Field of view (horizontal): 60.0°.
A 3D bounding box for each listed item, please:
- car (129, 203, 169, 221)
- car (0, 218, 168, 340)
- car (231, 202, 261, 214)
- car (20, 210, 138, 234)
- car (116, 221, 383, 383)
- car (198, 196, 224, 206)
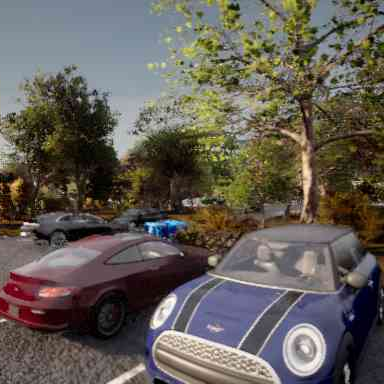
[{"bbox_3d":[-3.692,1.845,22.907,2.128,1.511,4.902,-3,-1,37],"label":"car"},{"bbox_3d":[-1.221,1.519,6.635,2.002,1.452,4.674,0,0,35],"label":"car"},{"bbox_3d":[5.837,1.480,36.172,2.097,1.767,4.553,-3,-1,35],"label":"car"},{"bbox_3d":[-5.281,1.665,15.471,2.128,1.511,4.902,-1,-4,42],"label":"car"},{"bbox_3d":[1.402,1.353,4.853,2.185,1.767,4.553,0,0,35],"label":"car"},{"bbox_3d":[3.179,1.508,57.323,4.553,1.767,2.097,-2,-1,35],"label":"car"}]
